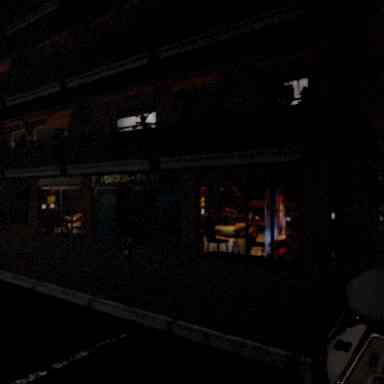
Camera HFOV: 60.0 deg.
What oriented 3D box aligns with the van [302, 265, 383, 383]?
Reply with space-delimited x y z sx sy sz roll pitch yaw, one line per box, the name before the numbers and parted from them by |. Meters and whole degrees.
van | 2.384 1.341 1.177 3.998 1.788 1.690 0 0 36
